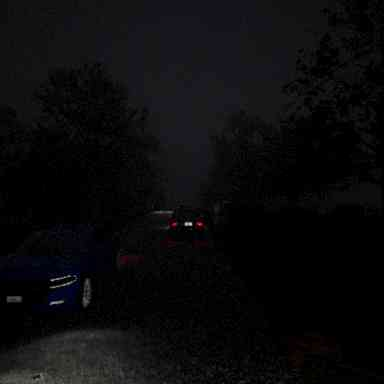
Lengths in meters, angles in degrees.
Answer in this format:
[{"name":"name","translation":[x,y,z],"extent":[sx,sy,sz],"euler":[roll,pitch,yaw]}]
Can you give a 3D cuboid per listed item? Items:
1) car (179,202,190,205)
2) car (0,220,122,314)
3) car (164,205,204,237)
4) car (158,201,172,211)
[{"name":"car","translation":[-0.985,2.012,42.594],"extent":[1.812,1.442,4.674],"euler":[0,-1,-2]},{"name":"car","translation":[-2.978,1.506,7.981],"extent":[1.882,1.535,5.008],"euler":[0,0,-1]},{"name":"car","translation":[-0.314,1.655,18.744],"extent":[2.033,1.411,5.357],"euler":[0,-1,-2]},{"name":"car","translation":[-4.130,2.208,51.284],"extent":[1.837,1.490,4.892],"euler":[0,-2,-1]}]
